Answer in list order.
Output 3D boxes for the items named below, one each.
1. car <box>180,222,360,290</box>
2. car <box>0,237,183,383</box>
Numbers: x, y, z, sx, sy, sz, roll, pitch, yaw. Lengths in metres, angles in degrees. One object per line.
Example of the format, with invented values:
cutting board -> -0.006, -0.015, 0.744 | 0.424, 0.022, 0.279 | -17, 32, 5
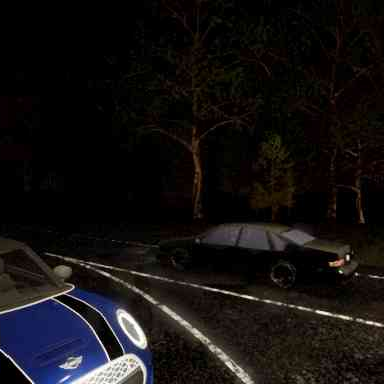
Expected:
car -> 1.501, 1.530, 9.028 | 5.357, 1.411, 2.033 | 1, 0, 36
car -> -2.582, 1.338, 3.726 | 4.553, 1.767, 2.097 | 1, 0, 35
